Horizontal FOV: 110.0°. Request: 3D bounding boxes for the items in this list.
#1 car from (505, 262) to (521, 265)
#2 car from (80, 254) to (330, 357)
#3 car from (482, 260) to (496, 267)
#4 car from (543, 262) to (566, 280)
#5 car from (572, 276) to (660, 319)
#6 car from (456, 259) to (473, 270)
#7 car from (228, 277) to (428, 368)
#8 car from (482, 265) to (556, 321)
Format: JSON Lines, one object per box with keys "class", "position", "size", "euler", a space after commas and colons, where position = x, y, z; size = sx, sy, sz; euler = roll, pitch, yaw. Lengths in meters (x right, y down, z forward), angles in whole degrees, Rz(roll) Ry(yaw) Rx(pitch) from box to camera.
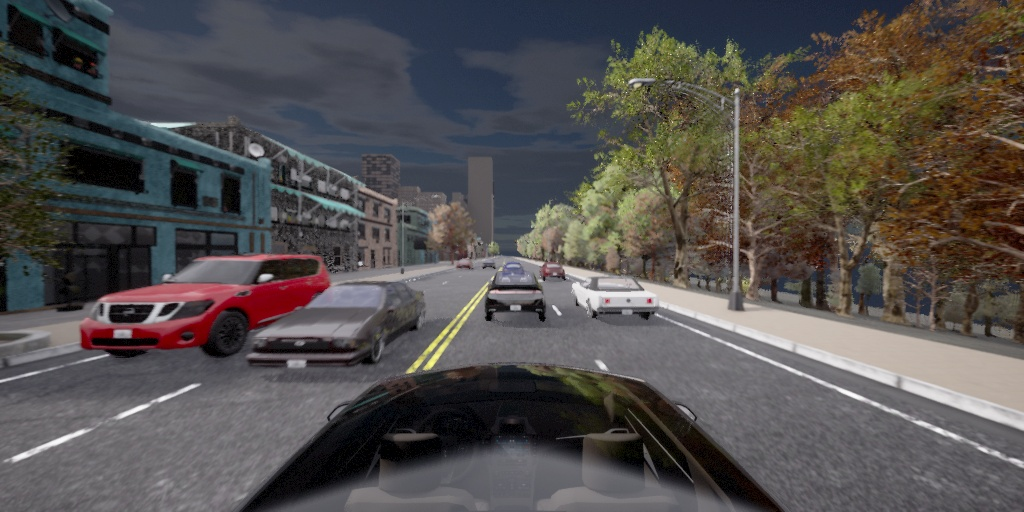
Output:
{"class": "car", "position": [0.105, 1.231, 30.297], "size": [1.812, 1.442, 4.674], "euler": [0, 0, 0]}
{"class": "car", "position": [-6.599, 0.961, 8.842], "size": [2.150, 2.045, 5.566], "euler": [0, 0, 0]}
{"class": "car", "position": [-3.302, 1.219, 52.298], "size": [2.033, 1.411, 5.357], "euler": [0, 0, 1]}
{"class": "car", "position": [3.355, 1.231, 30.287], "size": [1.812, 1.442, 4.674], "euler": [0, 0, 0]}
{"class": "car", "position": [3.352, 1.334, 12.624], "size": [1.895, 1.301, 4.718], "euler": [0, 0, 0]}
{"class": "car", "position": [-6.570, 1.153, 50.016], "size": [1.882, 1.535, 5.008], "euler": [0, 0, 0]}
{"class": "car", "position": [-3.349, 1.288, 8.242], "size": [2.033, 1.411, 5.357], "euler": [0, 0, 0]}
{"class": "car", "position": [0.102, 1.226, 12.423], "size": [2.128, 1.511, 4.902], "euler": [0, 0, 0]}
